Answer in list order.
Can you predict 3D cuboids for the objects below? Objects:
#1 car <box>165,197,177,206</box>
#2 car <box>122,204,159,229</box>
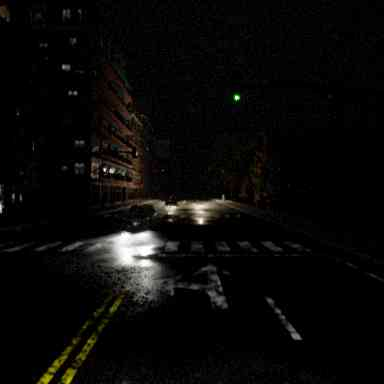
[{"bbox_3d":[-3.339,1.566,53.978,2.033,1.411,5.357,0,0,0],"label":"car"},{"bbox_3d":[-3.293,1.568,21.752,2.128,1.511,4.902,0,0,0],"label":"car"}]
